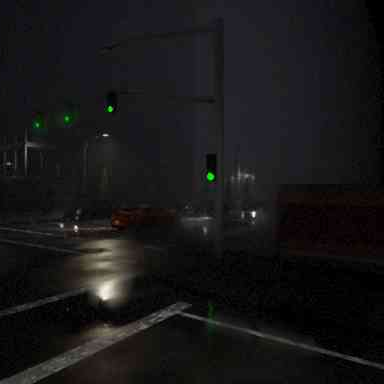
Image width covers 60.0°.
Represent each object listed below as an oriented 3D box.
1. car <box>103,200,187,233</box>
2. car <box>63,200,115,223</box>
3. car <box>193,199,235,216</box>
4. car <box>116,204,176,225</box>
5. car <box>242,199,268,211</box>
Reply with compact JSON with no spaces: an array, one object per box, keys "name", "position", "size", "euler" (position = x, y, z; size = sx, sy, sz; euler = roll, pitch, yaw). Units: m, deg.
[{"name":"car","position":[-2.740,1.533,20.571],"size":[1.882,1.535,5.008],"euler":[0,0,36]},{"name":"car","position":[-7.706,1.407,26.001],"size":[2.097,1.767,4.553],"euler":[0,0,36]},{"name":"car","position":[2.076,1.533,33.653],"size":[1.882,1.535,5.008],"euler":[0,0,35]},{"name":"car","position":[-3.441,1.656,25.951],"size":[1.895,1.301,4.718],"euler":[0,0,36]},{"name":"car","position":[8.048,1.581,41.971],"size":[1.812,1.442,4.674],"euler":[0,0,36]}]
